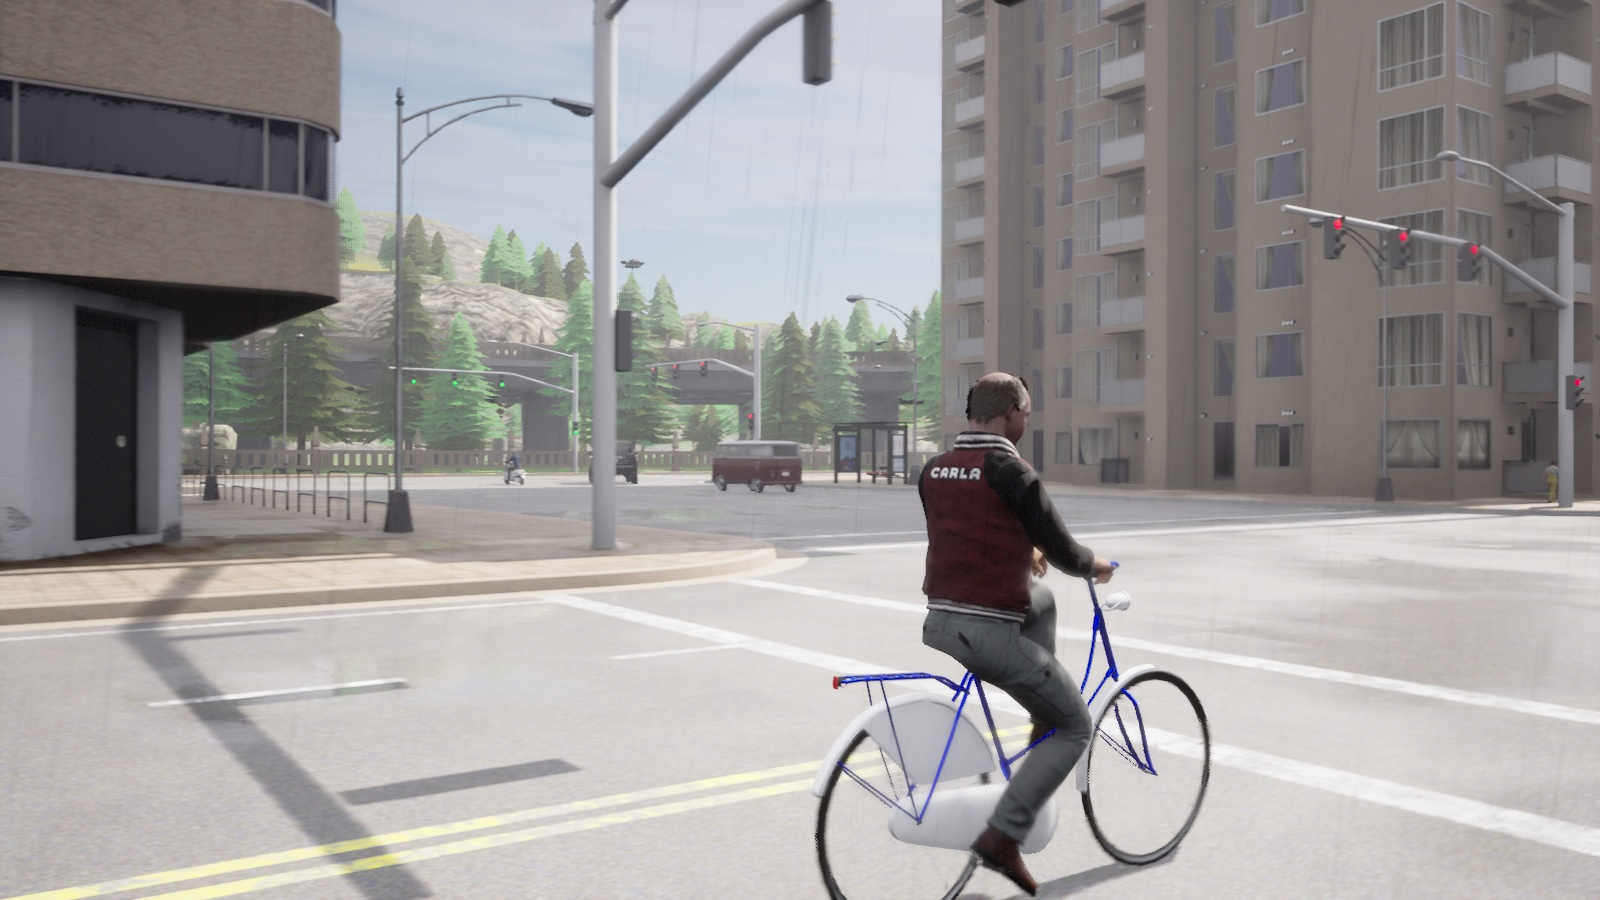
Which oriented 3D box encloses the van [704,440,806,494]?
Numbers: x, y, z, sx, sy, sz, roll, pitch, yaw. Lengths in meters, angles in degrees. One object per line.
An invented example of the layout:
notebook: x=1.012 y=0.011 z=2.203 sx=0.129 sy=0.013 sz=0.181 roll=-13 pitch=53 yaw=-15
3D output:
van: x=-1.774 y=0.629 z=48.261 sx=1.775 sy=1.987 sz=4.442 roll=0 pitch=0 yaw=-35

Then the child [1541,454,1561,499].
child: x=20.943 y=0.737 z=35.017 sx=0.437 sy=1.263 sz=0.270 roll=0 pitch=0 yaw=-28

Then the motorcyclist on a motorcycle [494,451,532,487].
motorcyclist on a motorcycle: x=-13.135 y=0.866 z=57.501 sx=0.866 sy=1.590 sz=1.817 roll=-1 pitch=1 yaw=-43

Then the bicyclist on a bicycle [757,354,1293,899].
bicyclist on a bicycle: x=0.812 y=0.625 z=4.224 sx=1.843 sy=1.776 sz=0.659 roll=0 pitch=0 yaw=-35

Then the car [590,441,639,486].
car: x=-9.056 y=0.631 z=60.985 sx=2.150 sy=2.045 sz=5.566 roll=-1 pitch=0 yaw=-10
